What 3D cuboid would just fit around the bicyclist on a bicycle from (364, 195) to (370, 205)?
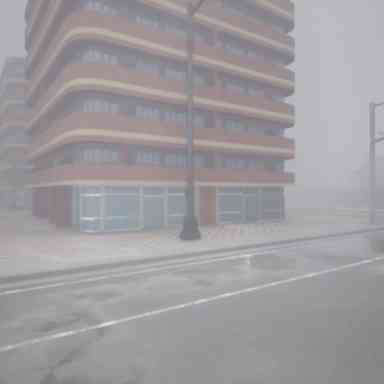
[{"bbox_3d":[27.061,1.236,51.409,1.656,1.620,0.582,0,0,-35],"label":"bicyclist on a bicycle"}]
